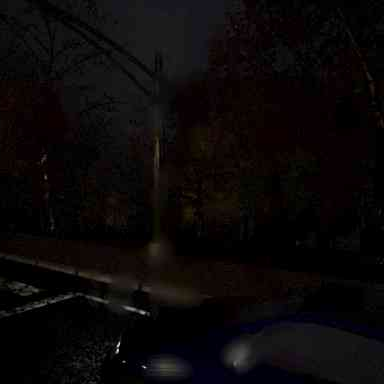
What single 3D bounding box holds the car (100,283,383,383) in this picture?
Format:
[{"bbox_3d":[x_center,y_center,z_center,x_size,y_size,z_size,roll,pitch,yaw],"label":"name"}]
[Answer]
[{"bbox_3d":[1.135,1.564,2.873,4.181,1.385,1.994,0,0,35],"label":"car"}]
